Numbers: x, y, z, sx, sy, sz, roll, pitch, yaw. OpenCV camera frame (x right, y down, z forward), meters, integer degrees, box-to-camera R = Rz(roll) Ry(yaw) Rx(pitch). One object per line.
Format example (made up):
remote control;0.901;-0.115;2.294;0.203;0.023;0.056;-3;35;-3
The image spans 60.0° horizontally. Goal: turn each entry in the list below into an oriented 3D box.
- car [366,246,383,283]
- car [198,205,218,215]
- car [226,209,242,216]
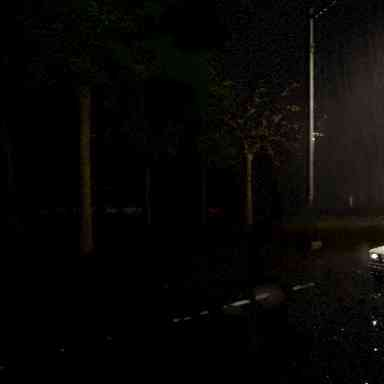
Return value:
car;6.442;1.582;8.459;4.718;1.301;1.895;0;0;-36
car;3.620;4.018;75.503;2.150;2.045;5.566;-1;-1;-34
car;8.749;4.147;68.062;1.994;1.385;4.181;-2;-2;-34
